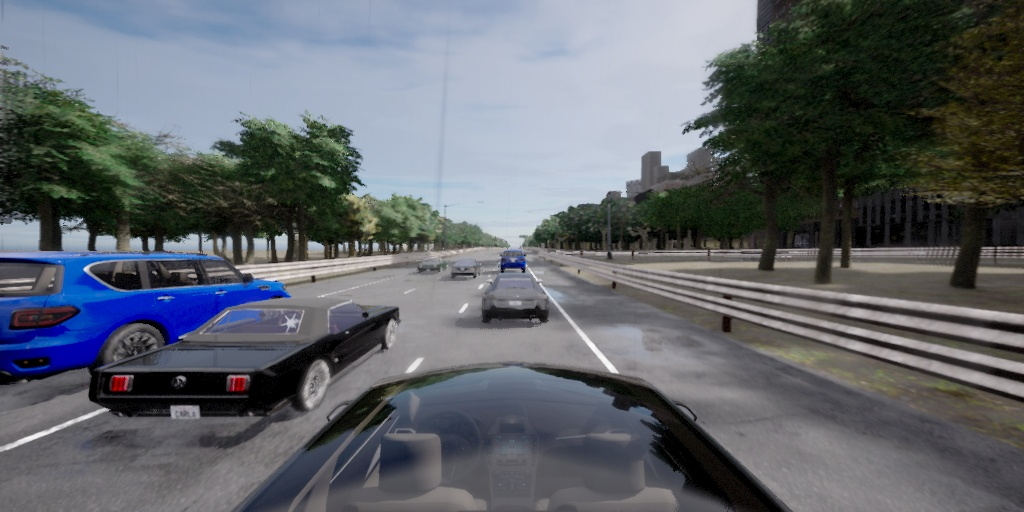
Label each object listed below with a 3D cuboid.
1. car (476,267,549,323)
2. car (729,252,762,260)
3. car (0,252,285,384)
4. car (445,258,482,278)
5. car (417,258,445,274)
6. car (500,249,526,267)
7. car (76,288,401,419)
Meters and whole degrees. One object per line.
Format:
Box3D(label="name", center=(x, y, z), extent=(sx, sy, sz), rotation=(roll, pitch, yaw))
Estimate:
Box3D(label="car", center=(0.098, 1.235, 11.843), extent=(1.994, 1.385, 4.181), rotation=(0, 1, 0))
Box3D(label="car", center=(29.448, -0.120, 44.183), extent=(1.895, 1.301, 4.718), rotation=(-1, 1, -40))
Box3D(label="car", center=(-6.902, 0.943, 7.125), extent=(2.150, 2.045, 5.566), rotation=(0, 0, 0))
Box3D(label="car", center=(-3.405, 0.879, 27.163), extent=(2.033, 1.411, 5.357), rotation=(0, 2, 0))
Box3D(label="car", center=(-6.906, 0.807, 31.770), extent=(1.895, 1.301, 4.718), rotation=(0, 2, 0))
Box3D(label="car", center=(0.091, 0.413, 32.358), extent=(2.150, 2.045, 5.566), rotation=(0, 2, 0))
Box3D(label="car", center=(-3.402, 1.331, 5.960), extent=(1.895, 1.301, 4.718), rotation=(0, 0, 0))
